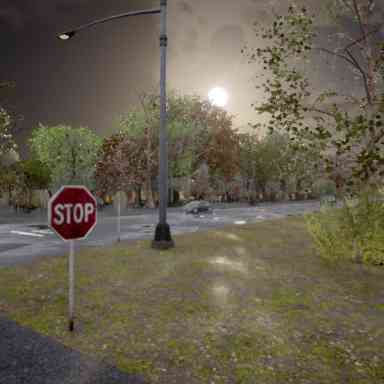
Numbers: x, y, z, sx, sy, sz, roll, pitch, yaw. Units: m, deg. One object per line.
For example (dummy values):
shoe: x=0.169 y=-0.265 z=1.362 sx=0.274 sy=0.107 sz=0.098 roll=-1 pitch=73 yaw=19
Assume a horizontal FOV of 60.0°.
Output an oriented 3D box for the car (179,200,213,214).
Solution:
car: x=0.537 y=1.745 z=37.665 sx=1.837 sy=1.490 sz=4.892 roll=0 pitch=1 yaw=36

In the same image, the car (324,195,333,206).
car: x=24.035 y=1.556 z=58.451 sx=2.150 sy=2.045 sz=5.566 roll=0 pitch=0 yaw=33

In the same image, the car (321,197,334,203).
car: x=34.426 y=1.966 z=84.422 sx=1.837 sy=1.490 sz=4.892 roll=0 pitch=0 yaw=36
